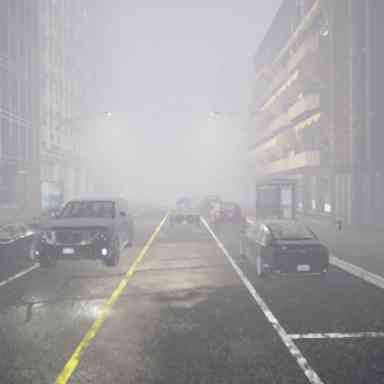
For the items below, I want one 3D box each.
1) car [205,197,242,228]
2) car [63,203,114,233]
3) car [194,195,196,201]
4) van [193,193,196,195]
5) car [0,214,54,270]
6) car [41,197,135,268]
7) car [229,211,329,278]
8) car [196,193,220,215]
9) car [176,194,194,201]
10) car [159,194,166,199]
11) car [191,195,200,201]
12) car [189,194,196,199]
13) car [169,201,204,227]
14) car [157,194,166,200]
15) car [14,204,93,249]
[{"bbox_3d":[2.151,1.335,21.040,1.967,1.590,4.097,-1,0,-2],"label":"car"},{"bbox_3d":[-6.220,1.504,20.635,1.752,1.417,4.829,-1,0,-2],"label":"car"},{"bbox_3d":[1.517,1.398,43.626,1.802,1.307,4.206,-1,0,-2],"label":"car"},{"bbox_3d":[0.879,1.088,66.210,1.690,1.788,3.998,-1,0,-2],"label":"van"},{"bbox_3d":[-5.907,1.570,9.513,2.008,1.369,4.403,-1,0,-2],"label":"car"},{"bbox_3d":[-3.375,1.208,11.628,2.150,2.045,5.566,-1,0,-2],"label":"car"},{"bbox_3d":[2.469,1.486,9.749,2.008,1.369,4.403,-1,0,-2],"label":"car"},{"bbox_3d":[1.832,1.171,32.333,2.192,1.841,5.009,-1,0,-2],"label":"car"},{"bbox_3d":[-1.055,1.323,42.424,1.882,1.535,5.008,-1,0,-1],"label":"car"},{"bbox_3d":[-8.288,1.331,94.208,1.802,1.307,4.206,-1,0,-2],"label":"car"},{"bbox_3d":[0.723,1.297,71.858,1.947,1.339,4.313,-1,0,-2],"label":"car"},{"bbox_3d":[0.087,1.211,94.443,1.887,1.381,4.507,-1,0,-2],"label":"car"},{"bbox_3d":[-0.473,1.518,21.993,1.895,1.301,4.718,-1,0,-1],"label":"car"},{"bbox_3d":[-8.131,1.206,88.562,1.967,1.590,4.097,-1,0,-2],"label":"car"},{"bbox_3d":[-6.068,1.439,15.160,1.967,1.590,4.097,-1,0,-2],"label":"car"}]
